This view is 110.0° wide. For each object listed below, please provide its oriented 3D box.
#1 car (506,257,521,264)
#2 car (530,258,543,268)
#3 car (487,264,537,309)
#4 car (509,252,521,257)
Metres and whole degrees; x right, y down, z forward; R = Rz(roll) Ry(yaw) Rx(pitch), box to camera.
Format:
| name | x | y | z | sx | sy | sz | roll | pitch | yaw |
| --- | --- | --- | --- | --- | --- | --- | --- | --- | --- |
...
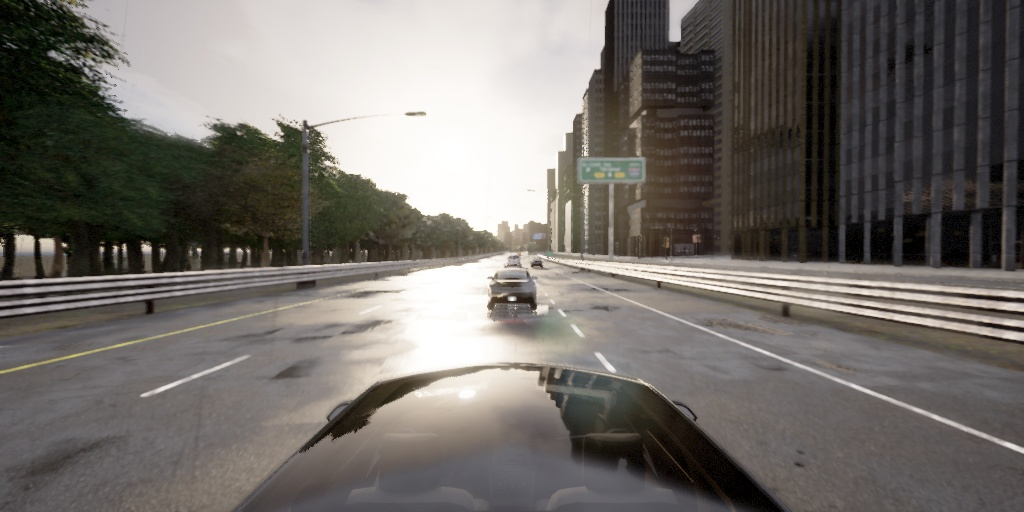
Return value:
| name | x | y | z | sx | sy | sz | roll | pitch | yaw |
| --- | --- | --- | --- | --- | --- | --- | --- | --- | --- |
| car | 0.109 | 1.203 | 37.039 | 2.128 | 1.511 | 4.902 | 0 | 0 | 0 |
| car | 3.897 | 1.123 | 57.534 | 1.837 | 1.490 | 4.892 | 0 | 1 | 1 |
| car | 0.010 | 1.254 | 15.047 | 1.837 | 1.490 | 4.892 | 0 | 0 | 0 |
| car | 0.315 | 0.825 | 59.430 | 2.150 | 2.045 | 5.566 | 0 | 0 | 1 |
